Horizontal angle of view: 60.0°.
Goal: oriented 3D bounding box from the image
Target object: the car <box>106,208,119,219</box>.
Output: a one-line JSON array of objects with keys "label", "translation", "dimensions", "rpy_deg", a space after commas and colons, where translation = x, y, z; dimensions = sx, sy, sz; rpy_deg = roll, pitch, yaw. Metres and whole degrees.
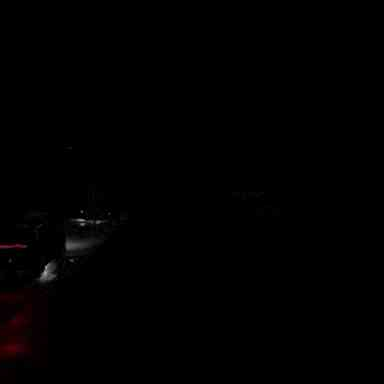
[{"label": "car", "translation": [-10.601, 2.835, 43.620], "dimensions": [2.033, 1.411, 5.357], "rpy_deg": [1, -2, -8]}]

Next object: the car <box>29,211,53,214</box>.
[{"label": "car", "translation": [-10.221, 2.021, 22.348], "dimensions": [1.812, 1.442, 4.674], "rpy_deg": [1, -2, -9]}]

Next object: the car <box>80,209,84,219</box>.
[{"label": "car", "translation": [-13.639, 2.634, 44.749], "dimensions": [2.097, 1.767, 4.553], "rpy_deg": [1, -2, -8]}]

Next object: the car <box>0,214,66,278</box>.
[{"label": "car", "translation": [-5.308, 1.643, 10.490], "dimensions": [2.128, 1.511, 4.902], "rpy_deg": [1, -2, -10]}]
